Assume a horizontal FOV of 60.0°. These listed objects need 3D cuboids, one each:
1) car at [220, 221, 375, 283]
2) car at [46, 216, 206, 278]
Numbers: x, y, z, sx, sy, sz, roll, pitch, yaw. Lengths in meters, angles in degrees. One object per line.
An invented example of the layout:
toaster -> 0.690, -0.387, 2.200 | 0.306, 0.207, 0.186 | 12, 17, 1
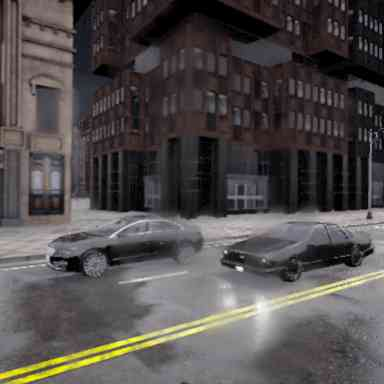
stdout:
car -> 3.407, 1.597, 10.050 | 5.357, 1.411, 2.033 | 0, 0, -35
car -> -1.853, 1.516, 10.318 | 4.902, 1.511, 2.128 | 0, 0, -35
